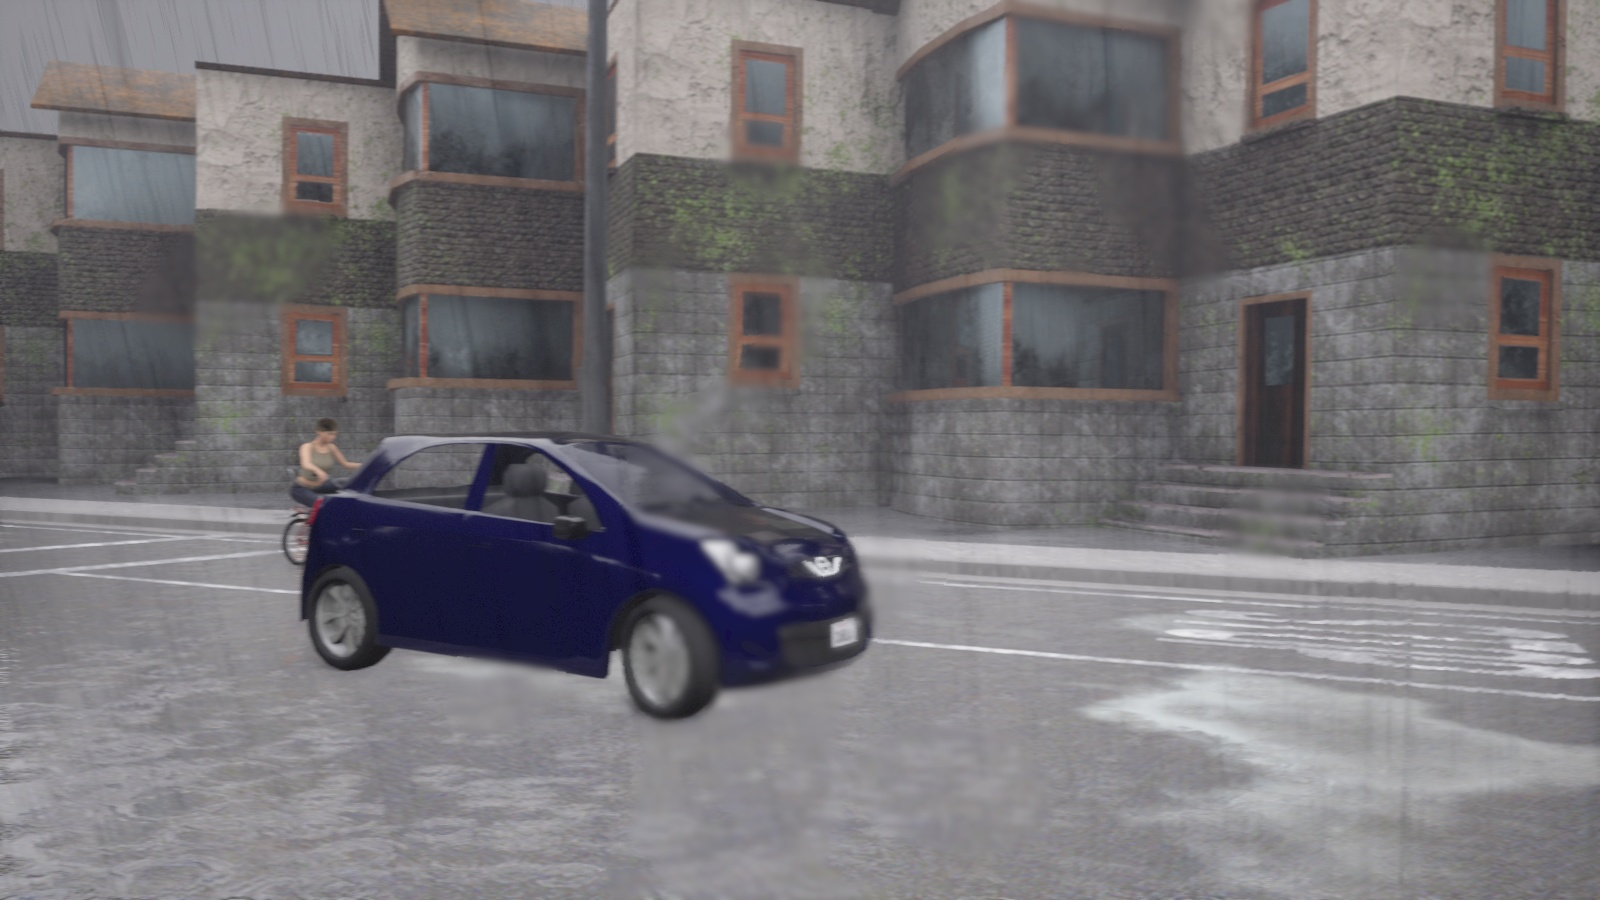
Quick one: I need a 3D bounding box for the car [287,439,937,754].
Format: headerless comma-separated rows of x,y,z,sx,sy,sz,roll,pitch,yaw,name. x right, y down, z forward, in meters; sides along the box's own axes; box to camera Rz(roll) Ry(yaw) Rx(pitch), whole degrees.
-1.201,0.696,7.799,3.633,1.501,1.845,0,1,31,car

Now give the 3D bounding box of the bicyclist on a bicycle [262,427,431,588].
-4.815,0.570,13.338,1.509,1.612,0.866,0,1,27,bicyclist on a bicycle
